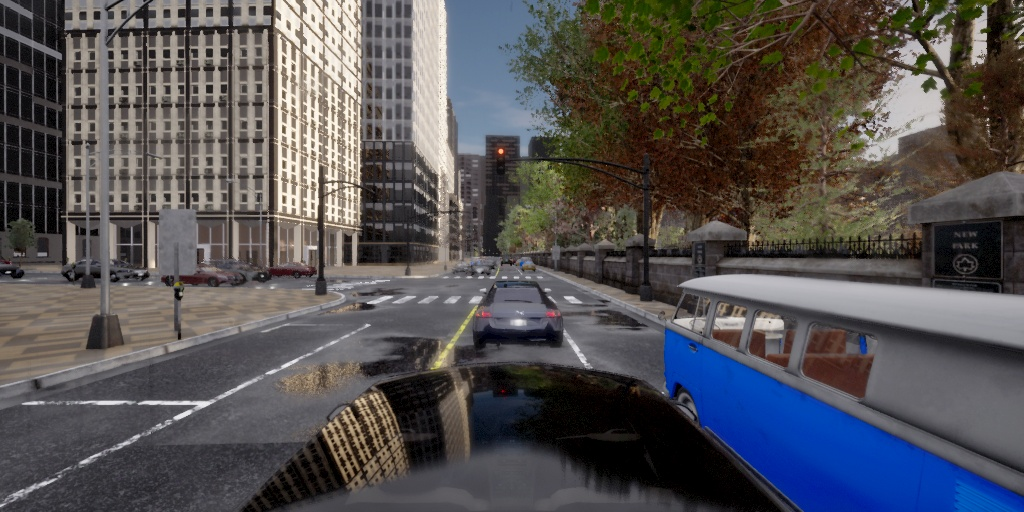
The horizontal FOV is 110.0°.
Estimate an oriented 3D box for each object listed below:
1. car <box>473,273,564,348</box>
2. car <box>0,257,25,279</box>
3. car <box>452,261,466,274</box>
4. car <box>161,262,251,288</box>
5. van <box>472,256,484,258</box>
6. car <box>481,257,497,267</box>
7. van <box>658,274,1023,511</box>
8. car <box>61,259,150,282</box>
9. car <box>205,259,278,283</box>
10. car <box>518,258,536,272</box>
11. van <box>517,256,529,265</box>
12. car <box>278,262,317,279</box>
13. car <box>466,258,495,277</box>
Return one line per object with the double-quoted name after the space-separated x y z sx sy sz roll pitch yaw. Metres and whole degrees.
0.101 1.313 9.238 1.994 1.385 4.181 0 0 -1 "car"
-36.453 0.916 24.625 4.181 1.385 1.994 1 0 2 "car"
-5.628 1.288 40.326 2.007 1.370 4.403 0 0 -1 "car"
-18.150 1.149 21.011 4.207 1.307 1.802 0 0 4 "car"
-6.305 1.063 62.501 1.690 1.789 3.998 0 0 -2 "van"
-3.413 1.234 51.940 1.837 1.490 4.892 0 0 -1 "car"
2.568 1.091 2.657 1.690 1.789 3.998 0 0 0 "van"
-27.258 0.948 24.125 4.902 1.511 2.128 1 0 3 "car"
-18.276 1.123 23.559 4.181 1.385 1.994 1 0 4 "car"
2.134 1.260 46.376 1.751 1.417 4.829 0 0 -1 "car"
2.012 1.071 51.749 1.690 1.789 3.998 0 0 -1 "van"
-18.083 1.127 29.125 4.207 1.307 1.802 0 0 4 "car"
-3.102 1.231 36.225 2.128 1.511 4.902 0 0 -1 "car"
